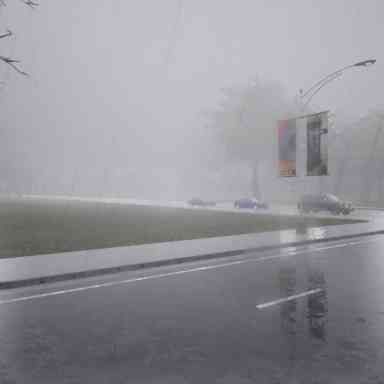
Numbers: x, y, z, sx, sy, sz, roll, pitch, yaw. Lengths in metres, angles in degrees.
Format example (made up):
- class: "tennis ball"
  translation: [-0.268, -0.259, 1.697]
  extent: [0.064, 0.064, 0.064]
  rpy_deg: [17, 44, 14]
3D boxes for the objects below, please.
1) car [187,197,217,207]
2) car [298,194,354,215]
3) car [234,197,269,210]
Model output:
- class: "car"
  translation: [1.424, 1.483, 50.569]
  extent: [2.033, 1.411, 5.357]
  rpy_deg: [0, 0, -36]
- class: "car"
  translation: [13.518, 1.224, 33.989]
  extent: [2.150, 2.045, 5.566]
  rpy_deg: [0, 0, -36]
- class: "car"
  translation: [7.507, 1.444, 42.223]
  extent: [1.882, 1.535, 5.008]
  rpy_deg: [0, 0, -36]
